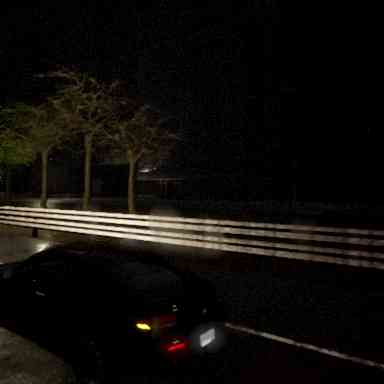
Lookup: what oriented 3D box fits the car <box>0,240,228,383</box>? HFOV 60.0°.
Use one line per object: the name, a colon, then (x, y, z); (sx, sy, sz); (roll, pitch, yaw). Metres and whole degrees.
car: (-1.691, 1.504, 5.195); (4.674, 1.442, 1.812); (0, 0, 35)
